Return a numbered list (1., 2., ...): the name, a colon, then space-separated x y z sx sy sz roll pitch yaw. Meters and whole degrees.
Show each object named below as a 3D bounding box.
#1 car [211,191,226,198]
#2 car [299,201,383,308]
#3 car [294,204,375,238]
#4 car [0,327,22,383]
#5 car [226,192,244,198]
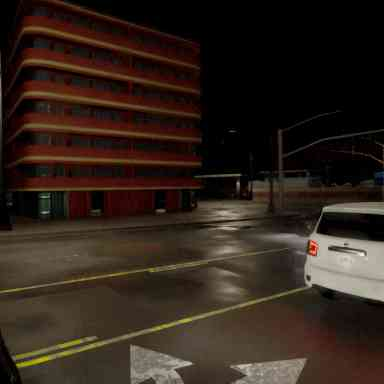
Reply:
1. car: 7.393 0.668 89.321 4.611 1.667 2.242 -1 1 -35
2. car: 4.767 1.217 7.130 5.566 2.045 2.150 0 0 -35
3. car: 7.815 1.484 18.053 4.674 1.442 1.812 0 0 -35
4. car: -3.674 1.222 1.131 5.566 2.045 2.150 0 0 -35
5. car: 11.360 0.815 85.096 3.806 1.475 1.970 -1 1 -35
